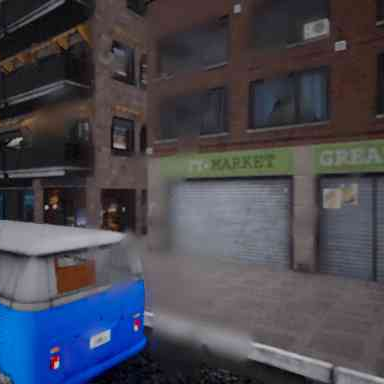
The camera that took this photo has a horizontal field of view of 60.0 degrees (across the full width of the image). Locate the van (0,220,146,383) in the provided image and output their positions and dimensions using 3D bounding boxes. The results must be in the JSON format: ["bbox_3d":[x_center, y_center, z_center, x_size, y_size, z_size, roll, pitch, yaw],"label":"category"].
[{"bbox_3d":[-2.491,1.342,4.651,3.998,1.788,1.690,0,0,36],"label":"van"}]
